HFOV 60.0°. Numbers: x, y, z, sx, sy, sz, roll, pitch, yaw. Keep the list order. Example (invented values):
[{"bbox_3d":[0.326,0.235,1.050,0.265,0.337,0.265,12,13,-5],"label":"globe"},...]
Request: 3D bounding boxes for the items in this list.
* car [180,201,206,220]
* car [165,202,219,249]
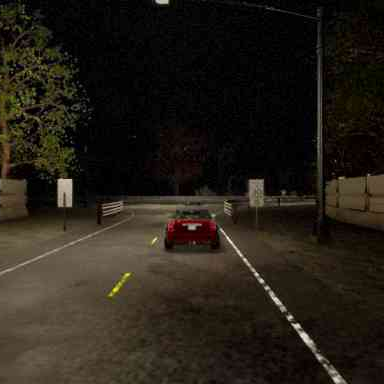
[{"bbox_3d":[0.143,1.580,29.518,1.994,1.385,4.181,0,0,4],"label":"car"},{"bbox_3d":[0.000,1.368,14.629,2.097,1.767,4.553,0,0,0],"label":"car"}]
